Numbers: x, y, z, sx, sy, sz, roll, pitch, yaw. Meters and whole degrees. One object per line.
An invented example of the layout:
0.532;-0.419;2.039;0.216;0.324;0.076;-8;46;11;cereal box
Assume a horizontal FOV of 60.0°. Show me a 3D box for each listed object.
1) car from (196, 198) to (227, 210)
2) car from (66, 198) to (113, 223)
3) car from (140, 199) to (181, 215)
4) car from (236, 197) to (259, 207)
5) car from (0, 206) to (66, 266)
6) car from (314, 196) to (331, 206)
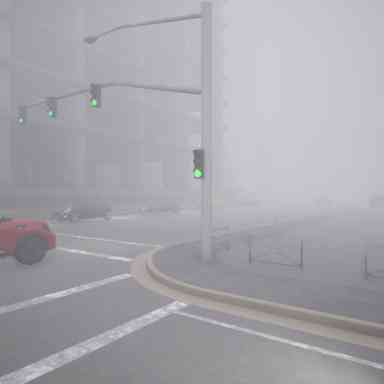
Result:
2.385;1.422;40.519;1.882;1.535;5.008;0;0;36;car
-8.329;1.296;25.407;2.097;1.767;4.553;0;0;36;car
-3.065;1.436;32.831;2.128;1.511;4.902;0;0;35;car
8.246;1.470;48.734;1.812;1.442;4.674;0;0;36;car
-6.661;1.191;9.145;2.150;2.045;5.566;0;0;35;car
21.844;1.422;55.548;1.882;1.535;5.008;0;0;35;car
